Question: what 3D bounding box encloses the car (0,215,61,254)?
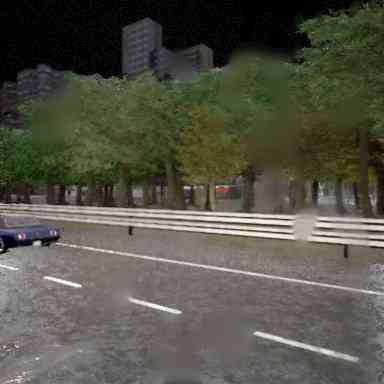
[{"bbox_3d":[-7.504,1.603,13.535,4.718,1.301,1.895,0,0,36],"label":"car"}]
